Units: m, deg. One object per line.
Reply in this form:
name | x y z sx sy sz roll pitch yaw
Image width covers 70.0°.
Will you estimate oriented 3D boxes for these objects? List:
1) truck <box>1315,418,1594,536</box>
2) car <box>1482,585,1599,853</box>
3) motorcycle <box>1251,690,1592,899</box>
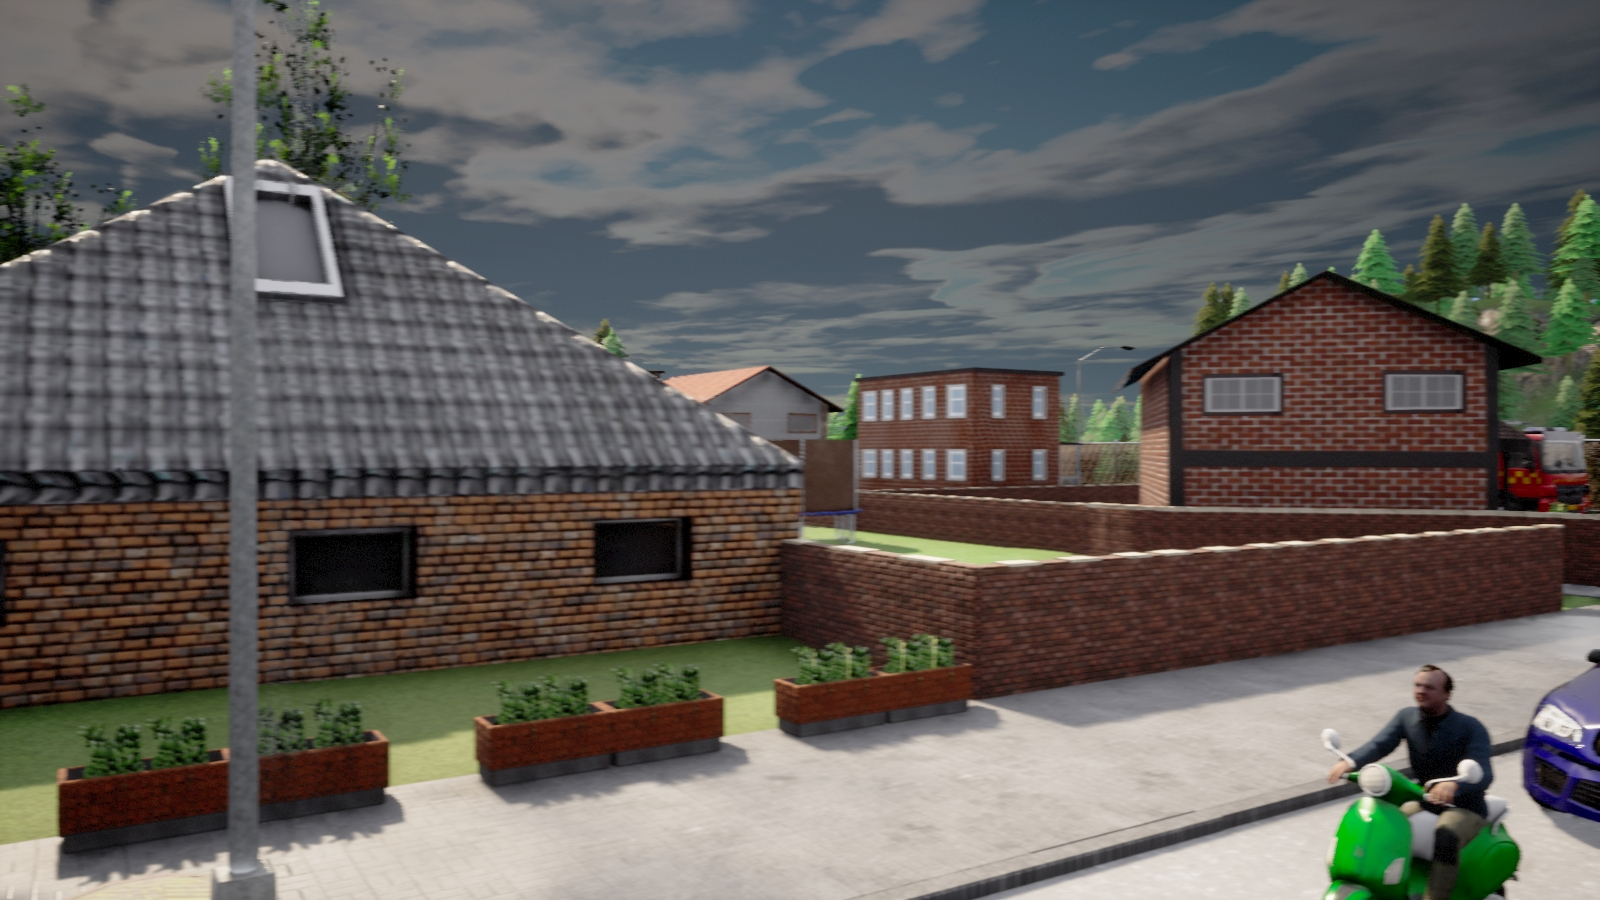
truck | 23.509 0.875 41.648 2.891 3.827 8.468 0 0 -32
car | 7.685 1.965 8.874 4.611 1.667 2.242 0 0 -32
motorcycle | 3.395 2.139 6.211 1.805 1.316 0.856 0 0 -32
